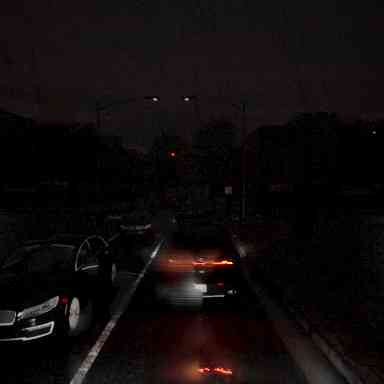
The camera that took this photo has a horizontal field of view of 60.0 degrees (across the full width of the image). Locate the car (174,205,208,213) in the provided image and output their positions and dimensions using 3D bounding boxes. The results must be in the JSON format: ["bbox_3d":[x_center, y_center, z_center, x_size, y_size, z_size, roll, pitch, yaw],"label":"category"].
[{"bbox_3d":[0.157,1.604,18.597,1.895,1.301,4.718,0,0,1],"label":"car"}]

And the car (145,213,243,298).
[{"bbox_3d":[0.116,1.503,8.466,1.837,1.490,4.892,0,0,0],"label":"car"}]

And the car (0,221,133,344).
[{"bbox_3d":[-2.650,1.549,6.515,2.008,1.369,4.403,-2,0,0],"label":"car"}]

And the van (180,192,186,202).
[{"bbox_3d":[-2.564,1.369,66.343,1.690,1.788,3.998,-1,0,0],"label":"van"}]

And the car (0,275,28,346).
[{"bbox_3d":[-2.657,1.550,1.066,2.008,1.369,4.403,-2,0,0],"label":"car"}]

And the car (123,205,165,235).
[{"bbox_3d":[-2.633,1.584,17.410,1.802,1.307,4.206,-2,0,0],"label":"car"}]

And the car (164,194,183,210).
[{"bbox_3d":[-2.599,1.490,44.187,1.967,1.590,4.097,-2,0,0],"label":"car"}]

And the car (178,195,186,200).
[{"bbox_3d":[-2.523,1.443,88.507,2.008,1.369,4.403,-1,0,0],"label":"car"}]

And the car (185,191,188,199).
[{"bbox_3d":[-2.557,1.318,71.886,2.192,1.841,5.009,-1,0,0],"label":"car"}]

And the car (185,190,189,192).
[{"bbox_3d":[-2.517,1.146,94.056,2.192,1.841,5.009,-1,1,0],"label":"car"}]
